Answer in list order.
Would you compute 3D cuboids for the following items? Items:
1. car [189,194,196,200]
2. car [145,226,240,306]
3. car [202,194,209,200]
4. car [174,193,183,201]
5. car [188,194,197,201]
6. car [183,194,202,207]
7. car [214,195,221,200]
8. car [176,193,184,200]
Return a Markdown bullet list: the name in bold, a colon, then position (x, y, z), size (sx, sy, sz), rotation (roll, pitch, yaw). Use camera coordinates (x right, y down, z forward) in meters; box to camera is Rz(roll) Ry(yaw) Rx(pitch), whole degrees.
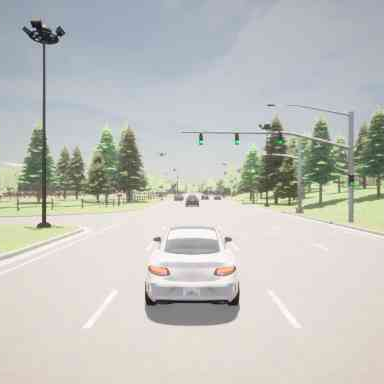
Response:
- **car**: position (0.114, 1.332, 92.853), size (1.837, 1.490, 4.892), rotation (0, 0, 0)
- **car**: position (0.016, 1.526, 7.917), size (1.812, 1.442, 4.674), rotation (0, 0, 0)
- **car**: position (3.614, 1.355, 93.232), size (2.097, 1.767, 4.553), rotation (0, 0, 0)
- **car**: position (-3.398, 1.544, 82.821), size (1.994, 1.385, 4.181), rotation (0, 0, 0)
- **car**: position (0.102, 1.347, 82.820), size (2.097, 1.767, 4.553), rotation (0, 0, 0)
- **car**: position (0.063, 1.352, 51.790), size (2.097, 1.767, 4.553), rotation (0, 0, 0)
- **car**: position (7.114, 1.525, 93.258), size (2.128, 1.511, 4.902), rotation (0, 0, 0)
- **car**: position (-3.386, 1.187, 92.827), size (2.097, 1.767, 4.553), rotation (0, 0, 0)
